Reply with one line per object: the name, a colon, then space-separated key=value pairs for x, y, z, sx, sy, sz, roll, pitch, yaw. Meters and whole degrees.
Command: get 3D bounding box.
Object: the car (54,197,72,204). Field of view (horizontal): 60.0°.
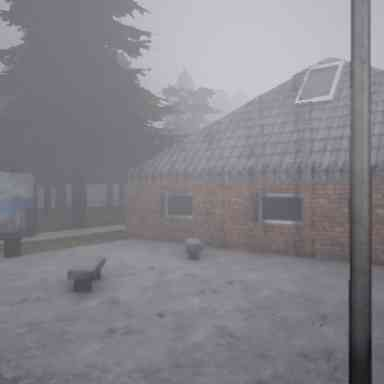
car: x=-21.141 y=1.502 z=56.546 sx=1.994 sy=1.385 sz=4.181 roll=0 pitch=0 yaw=35
